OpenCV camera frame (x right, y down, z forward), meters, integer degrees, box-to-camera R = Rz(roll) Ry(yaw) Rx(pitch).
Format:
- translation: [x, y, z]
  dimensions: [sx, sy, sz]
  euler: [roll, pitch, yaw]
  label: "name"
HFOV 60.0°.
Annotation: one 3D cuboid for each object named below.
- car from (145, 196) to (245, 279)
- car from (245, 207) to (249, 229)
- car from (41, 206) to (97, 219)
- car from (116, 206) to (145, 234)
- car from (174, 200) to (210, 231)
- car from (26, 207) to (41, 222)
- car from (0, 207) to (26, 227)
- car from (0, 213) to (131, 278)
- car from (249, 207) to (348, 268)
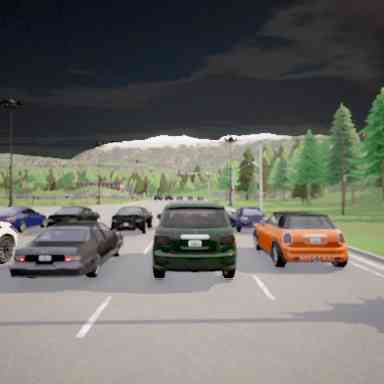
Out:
- translation: [0.051, 1.278, 10.386]
  dimensions: [2.150, 2.045, 5.566]
  euler: [0, 0, 0]
  label: "car"
- translation: [3.495, 1.629, 20.593]
  dimensions: [1.812, 1.442, 4.674]
  euler: [0, 0, 0]
  label: "car"
- translation: [-7.005, 1.580, 20.229]
  dimensions: [1.882, 1.535, 5.008]
  euler: [0, 0, 0]
  label: "car"
- translation: [-3.504, 1.579, 20.080]
  dimensions: [1.882, 1.535, 5.008]
  euler: [0, 0, 0]
  label: "car"
- translation: [-0.014, 1.463, 21.994]
  dimensions: [2.097, 1.767, 4.553]
  euler: [0, 0, 0]
  label: "car"
- translation: [-10.505, 1.629, 20.239]
  dimensions: [1.812, 1.442, 4.674]
  euler: [0, 0, 0]
  label: "car"
- translation: [-6.951, 1.268, 8.831]
  dimensions: [2.150, 2.045, 5.566]
  euler: [0, 0, 0]
  label: "car"
- translation: [-3.453, 1.600, 10.253]
  dimensions: [2.033, 1.411, 5.357]
  euler: [0, 0, -1]
  label: "car"
- translation: [3.538, 1.412, 11.692]
  dimensions: [2.097, 1.767, 4.553]
  euler: [0, 0, 0]
  label: "car"
